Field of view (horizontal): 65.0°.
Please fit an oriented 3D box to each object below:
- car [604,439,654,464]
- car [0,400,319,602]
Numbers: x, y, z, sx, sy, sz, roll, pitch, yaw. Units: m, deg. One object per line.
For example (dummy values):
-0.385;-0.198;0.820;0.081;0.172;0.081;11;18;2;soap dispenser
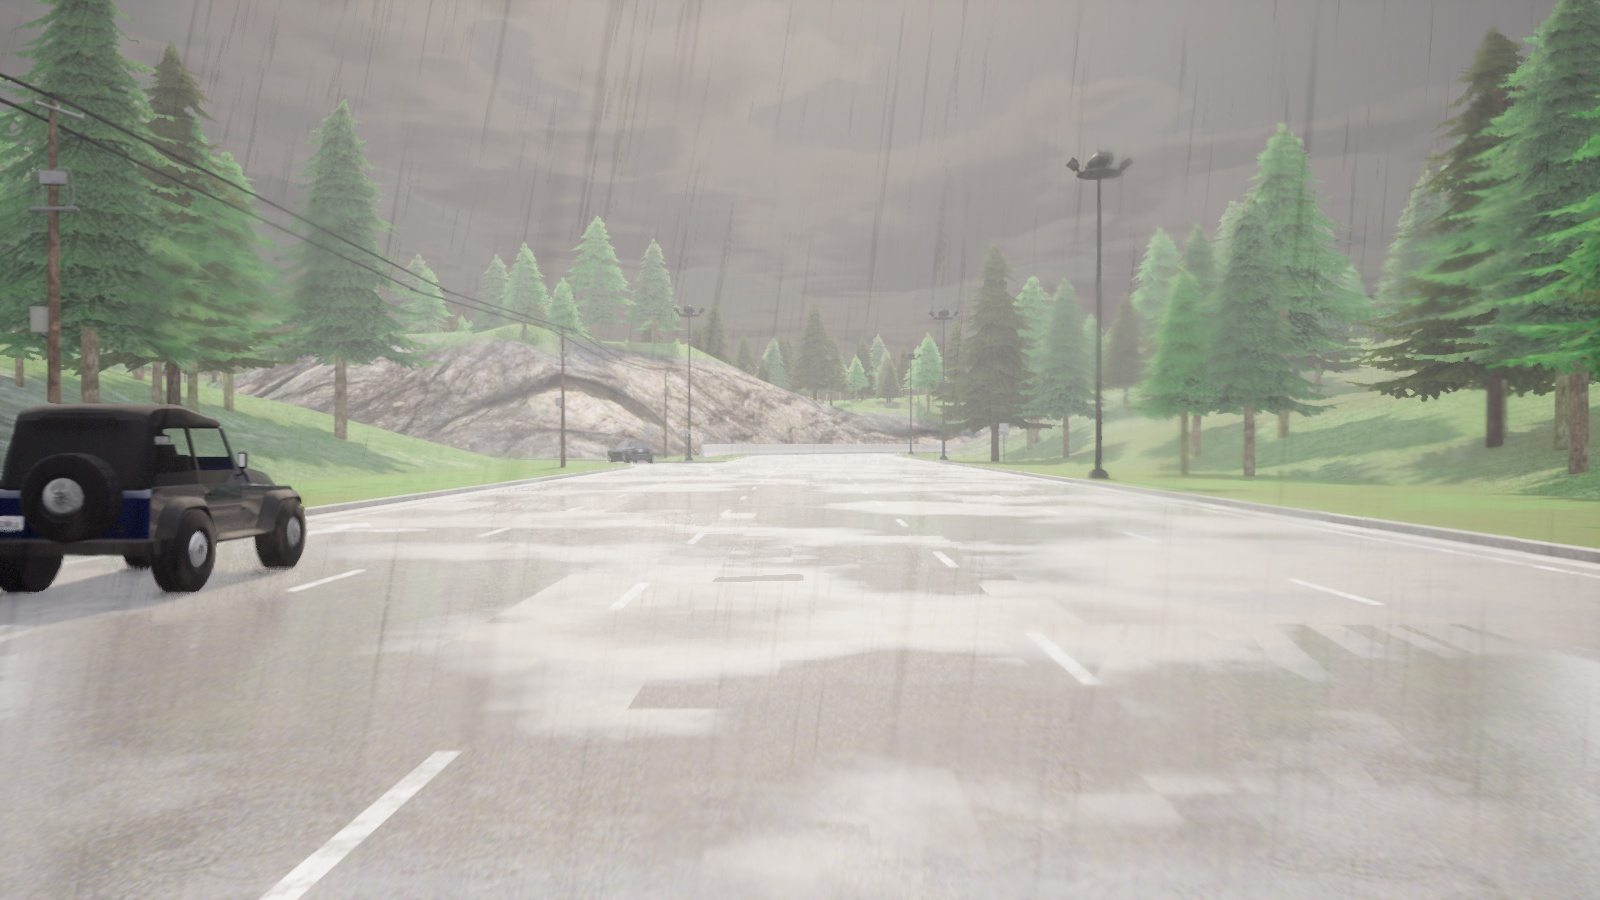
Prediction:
-12.464;0.079;91.436;2.097;1.767;4.553;0;0;-29;car
-6.907;0.460;13.588;1.905;1.878;3.866;0;0;0;car
